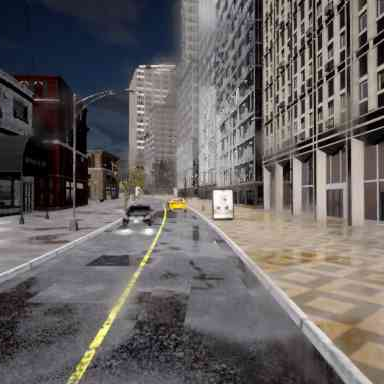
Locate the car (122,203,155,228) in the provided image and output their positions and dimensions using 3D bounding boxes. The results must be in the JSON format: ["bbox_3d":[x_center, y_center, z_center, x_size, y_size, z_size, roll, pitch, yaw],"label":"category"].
[{"bbox_3d":[-3.515,1.522,22.557,1.812,1.442,4.674,0,0,-3],"label":"car"}]

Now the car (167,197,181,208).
[{"bbox_3d":[-2.705,1.509,49.566,1.812,1.442,4.674,0,0,-6],"label":"car"}]

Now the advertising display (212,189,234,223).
[{"bbox_3d":[2.270,1.026,24.410,1.540,2.440,0.280,-1,-1,-3],"label":"advertising display"}]

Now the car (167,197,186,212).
[{"bbox_3d":[-1.736,1.467,39.444,1.882,1.535,5.008,0,0,-5],"label":"car"}]
